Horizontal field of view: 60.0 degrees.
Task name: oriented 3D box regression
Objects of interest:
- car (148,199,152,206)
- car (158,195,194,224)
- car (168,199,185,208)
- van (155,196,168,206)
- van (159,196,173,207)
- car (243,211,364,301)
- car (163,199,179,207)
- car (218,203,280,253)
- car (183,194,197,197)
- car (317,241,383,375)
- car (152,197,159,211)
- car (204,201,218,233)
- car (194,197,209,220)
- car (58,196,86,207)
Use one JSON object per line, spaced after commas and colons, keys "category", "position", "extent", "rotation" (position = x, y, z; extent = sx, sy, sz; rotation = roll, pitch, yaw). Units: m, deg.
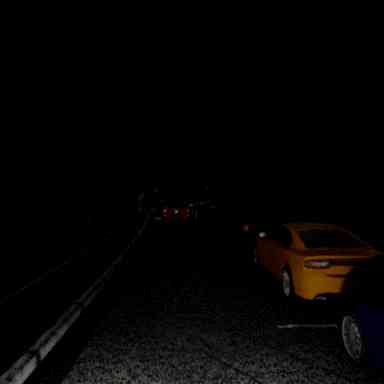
{"category": "car", "position": [-7.836, 2.344, 74.027], "extent": [2.163, 1.488, 4.792], "rotation": [0, -2, -16]}
{"category": "car", "position": [-1.283, 1.367, 25.003], "extent": [2.097, 1.767, 4.553], "rotation": [0, 0, -6]}
{"category": "car", "position": [-2.511, 1.771, 52.476], "extent": [2.002, 1.452, 4.674], "rotation": [0, -1, -11]}
{"category": "van", "position": [-6.370, 1.918, 68.777], "extent": [1.878, 1.987, 4.442], "rotation": [0, -2, -14]}
{"category": "van", "position": [-4.977, 1.759, 63.419], "extent": [1.878, 1.987, 4.442], "rotation": [0, -1, -13]}
{"category": "car", "position": [2.853, 1.482, 8.371], "extent": [2.097, 1.535, 5.008], "rotation": [0, 0, -1]}
{"category": "car", "position": [-3.689, 1.885, 57.891], "extent": [2.002, 1.452, 4.674], "rotation": [0, -1, -13]}
{"category": "car", "position": [2.599, 1.360, 13.889], "extent": [2.185, 1.767, 4.553], "rotation": [0, 0, -3]}
{"category": "car", "position": [0.370, 1.398, 36.077], "extent": [2.185, 1.767, 4.553], "rotation": [0, 0, -8]}
{"category": "car", "position": [2.990, 1.518, 2.824], "extent": [2.002, 1.452, 4.674], "rotation": [0, 0, 0]}
{"category": "car", "position": [-3.712, 1.590, 42.895], "extent": [1.882, 1.535, 5.008], "rotation": [0, -1, -10]}
{"category": "car", "position": [2.201, 1.519, 19.604], "extent": [2.163, 1.488, 4.792], "rotation": [0, 0, -4]}
{"category": "car", "position": [1.116, 1.499, 30.490], "extent": [2.231, 1.521, 4.892], "rotation": [0, 0, -6]}
{"category": "car", "position": [-21.003, 1.747, 59.499], "extent": [5.566, 2.045, 2.435], "rotation": [0, -1, -14]}
